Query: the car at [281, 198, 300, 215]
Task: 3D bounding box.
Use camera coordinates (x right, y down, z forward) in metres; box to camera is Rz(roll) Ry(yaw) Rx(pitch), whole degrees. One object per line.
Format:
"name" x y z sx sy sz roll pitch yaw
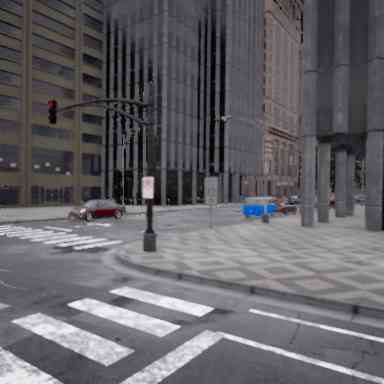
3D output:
"car" 9.137 1.574 33.538 1.802 1.307 4.206 1 1 36

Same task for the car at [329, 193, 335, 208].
"car" 18.693 1.300 46.770 2.192 1.841 5.009 1 1 36

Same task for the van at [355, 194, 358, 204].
"van" 28.248 1.341 60.005 1.690 1.788 3.998 1 1 36

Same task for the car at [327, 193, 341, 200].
"car" 37.257 1.205 87.046 2.192 1.841 5.009 1 1 36

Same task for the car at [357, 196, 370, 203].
"car" 37.800 1.581 73.242 1.947 1.339 4.313 1 1 36

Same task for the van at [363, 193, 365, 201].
"van" 34.618 1.351 68.828 1.690 1.788 3.998 1 1 36

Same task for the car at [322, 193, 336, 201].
"car" 34.072 1.199 82.634 2.192 1.841 5.009 1 1 36

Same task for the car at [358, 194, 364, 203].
"car" 31.430 1.549 64.418 1.887 1.381 4.507 1 1 36

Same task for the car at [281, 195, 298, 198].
"car" 15.513 1.496 52.214 1.895 1.301 4.718 1 1 36

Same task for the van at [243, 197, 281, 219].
"van" 5.955 1.339 29.123 1.690 1.788 3.998 1 1 36

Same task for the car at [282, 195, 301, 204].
"car" 18.147 1.299 60.579 1.967 1.590 4.097 1 1 36

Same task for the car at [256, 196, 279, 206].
"car" 11.777 1.394 51.757 1.887 1.381 4.507 1 1 36

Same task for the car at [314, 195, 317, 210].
"car" 15.507 1.423 42.359 1.967 1.590 4.097 1 1 36

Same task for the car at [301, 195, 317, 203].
"car" 24.515 1.419 69.402 2.008 1.369 4.403 1 1 36

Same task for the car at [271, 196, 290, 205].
"car" 14.960 1.435 56.169 1.802 1.307 4.206 1 1 36

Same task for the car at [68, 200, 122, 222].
"car" -7.329 1.315 25.290 1.967 1.590 4.097 1 1 36
